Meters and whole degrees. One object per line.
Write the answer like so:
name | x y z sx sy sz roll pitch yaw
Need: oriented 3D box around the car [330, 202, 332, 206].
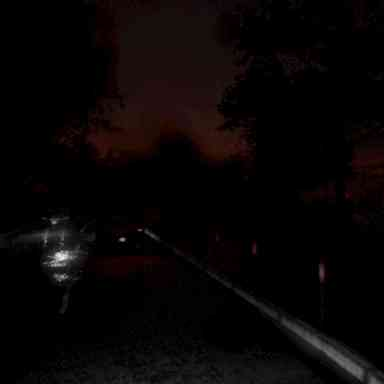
car | 35.876 3.001 87.793 1.994 1.385 4.181 0 -2 20

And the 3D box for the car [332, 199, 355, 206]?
car | 38.557 2.736 83.841 4.553 1.767 2.185 0 -2 20

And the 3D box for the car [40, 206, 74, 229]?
car | -9.479 1.740 23.647 2.128 1.511 4.902 0 -1 -16

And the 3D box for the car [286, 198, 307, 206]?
car | 27.873 2.763 90.134 5.566 2.045 2.435 0 -2 20

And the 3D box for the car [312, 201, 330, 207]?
car | 29.329 2.711 76.551 4.181 1.385 1.994 1 -2 -44

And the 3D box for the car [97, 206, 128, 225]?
car | -6.609 1.920 28.161 1.895 1.301 4.718 0 -1 -5

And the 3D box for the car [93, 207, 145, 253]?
car | -3.257 1.615 14.621 1.882 1.535 5.008 0 0 -16
